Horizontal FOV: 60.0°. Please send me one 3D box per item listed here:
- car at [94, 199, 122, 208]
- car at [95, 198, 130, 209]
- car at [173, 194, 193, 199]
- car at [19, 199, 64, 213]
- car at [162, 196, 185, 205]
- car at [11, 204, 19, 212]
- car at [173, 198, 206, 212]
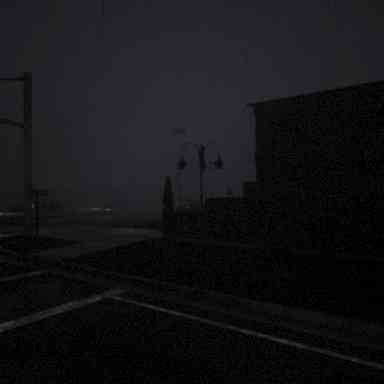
[{"bbox_3d":[-13.494,1.864,53.606,1.994,1.385,4.181,-1,0,36],"label":"car"},{"bbox_3d":[-11.580,1.753,50.315,1.882,1.535,5.008,-1,0,36],"label":"car"},{"bbox_3d":[-1.925,1.489,63.463,2.150,2.045,5.566,-1,0,37],"label":"car"},{"bbox_3d":[-18.284,1.628,41.138,2.097,1.767,4.553,-1,0,36],"label":"car"},{"bbox_3d":[-3.674,1.651,66.967,2.097,1.767,4.553,-1,0,36],"label":"car"},{"bbox_3d":[-21.013,1.826,43.322,1.812,1.442,4.674,-1,0,36],"label":"car"},{"bbox_3d":[0.157,1.668,34.722,1.812,1.442,4.674,0,0,36],"label":"car"}]
